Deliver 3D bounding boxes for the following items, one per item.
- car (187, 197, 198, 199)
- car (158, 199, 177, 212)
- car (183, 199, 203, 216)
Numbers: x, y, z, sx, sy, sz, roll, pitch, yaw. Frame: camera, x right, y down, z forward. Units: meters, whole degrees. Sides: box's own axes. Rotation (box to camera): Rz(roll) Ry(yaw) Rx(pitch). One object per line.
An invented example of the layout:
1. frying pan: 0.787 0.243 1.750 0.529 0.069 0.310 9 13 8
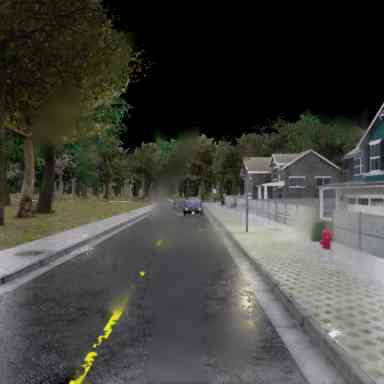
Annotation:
1. car: 0.106 1.376 43.615 2.097 1.767 4.553 0 0 0
2. car: -2.846 1.545 39.386 1.812 1.442 4.674 0 0 0
3. car: 0.103 1.613 32.877 1.895 1.301 4.718 0 0 0
